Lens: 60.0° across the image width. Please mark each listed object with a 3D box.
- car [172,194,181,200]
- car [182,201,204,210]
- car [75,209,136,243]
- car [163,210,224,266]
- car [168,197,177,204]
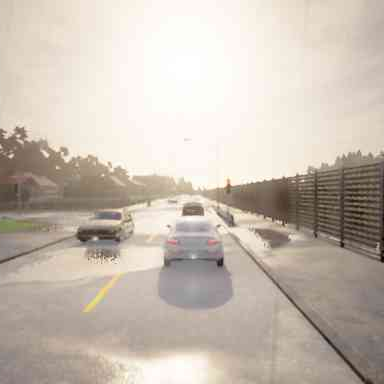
[{"bbox_3d":[-3.978,1.272,84.010,2.033,1.411,5.357,0,0,0],"label":"car"},{"bbox_3d":[0.085,1.521,30.714,1.882,1.535,5.008,0,0,0],"label":"car"},{"bbox_3d":[-4.039,1.571,16.595,2.033,1.411,5.357,0,0,0],"label":"car"},{"bbox_3d":[0.058,1.542,11.462,1.812,1.442,4.674,0,0,0],"label":"car"},{"bbox_3d":[-3.980,1.636,68.595,2.033,1.411,5.357,0,0,0],"label":"car"}]
